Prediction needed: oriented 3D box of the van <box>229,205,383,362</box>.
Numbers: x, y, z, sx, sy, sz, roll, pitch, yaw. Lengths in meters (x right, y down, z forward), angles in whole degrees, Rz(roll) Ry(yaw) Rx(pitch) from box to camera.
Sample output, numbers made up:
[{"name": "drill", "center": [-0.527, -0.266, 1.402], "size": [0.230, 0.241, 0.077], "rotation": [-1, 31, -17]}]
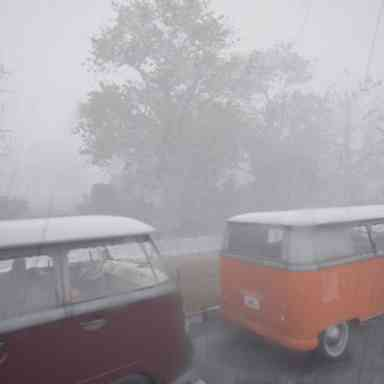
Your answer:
[{"name": "van", "center": [2.669, 1.263, 5.841], "size": [4.442, 1.987, 1.878], "rotation": [-1, -1, -32]}]

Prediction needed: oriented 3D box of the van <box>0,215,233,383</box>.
[{"name": "van", "center": [-1.970, 1.247, 2.714], "size": [4.442, 1.987, 1.878], "rotation": [-1, -2, -38]}]
